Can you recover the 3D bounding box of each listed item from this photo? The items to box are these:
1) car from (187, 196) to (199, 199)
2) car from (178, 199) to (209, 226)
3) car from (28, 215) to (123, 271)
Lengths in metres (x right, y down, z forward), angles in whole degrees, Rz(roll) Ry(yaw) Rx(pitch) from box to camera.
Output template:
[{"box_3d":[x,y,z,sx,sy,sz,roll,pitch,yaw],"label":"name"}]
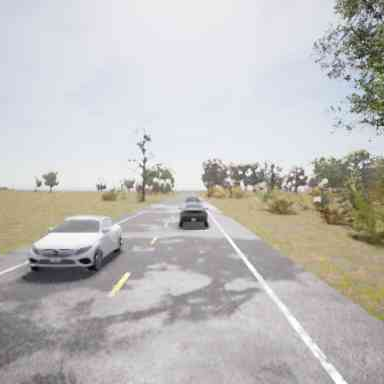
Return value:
[{"box_3d":[0.117,1.286,41.338,2.097,1.767,4.553,0,0,0],"label":"car"},{"box_3d":[0.109,1.469,23.093,1.837,1.490,4.892,0,0,0],"label":"car"},{"box_3d":[-3.529,1.509,10.973,1.812,1.442,4.674,0,0,1],"label":"car"}]
